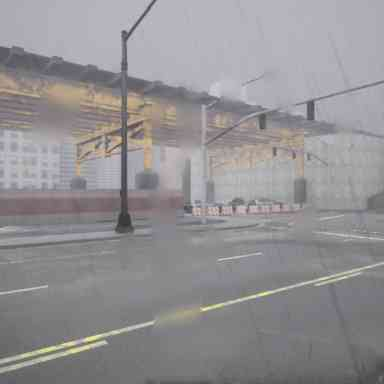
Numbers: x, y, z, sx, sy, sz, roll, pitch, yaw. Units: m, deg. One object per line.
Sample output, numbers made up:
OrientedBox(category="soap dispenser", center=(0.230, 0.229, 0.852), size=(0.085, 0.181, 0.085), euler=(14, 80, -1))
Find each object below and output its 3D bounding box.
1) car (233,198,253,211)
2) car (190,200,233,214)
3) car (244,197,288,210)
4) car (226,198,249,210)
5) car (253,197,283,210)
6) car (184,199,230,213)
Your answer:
OrientedBox(category="car", center=(5.269, 1.453, 37.920), size=(2.038, 1.542, 4.974), euler=(0, 0, 18))
OrientedBox(category="car", center=(1.522, 1.453, 35.238), size=(4.974, 1.542, 2.038), euler=(0, 0, 8))
OrientedBox(category="car", center=(9.183, 1.453, 41.677), size=(4.974, 1.542, 2.038), euler=(0, 0, -7))
OrientedBox(category="car", center=(5.285, 1.295, 37.970), size=(1.853, 1.218, 4.536), euler=(0, 0, 18))
OrientedBox(category="car", center=(9.131, 1.295, 41.670), size=(4.536, 1.218, 1.853), euler=(0, 0, -7))
OrientedBox(category="car", center=(1.471, 1.295, 35.245), size=(4.536, 1.218, 1.853), euler=(0, 0, 8))
